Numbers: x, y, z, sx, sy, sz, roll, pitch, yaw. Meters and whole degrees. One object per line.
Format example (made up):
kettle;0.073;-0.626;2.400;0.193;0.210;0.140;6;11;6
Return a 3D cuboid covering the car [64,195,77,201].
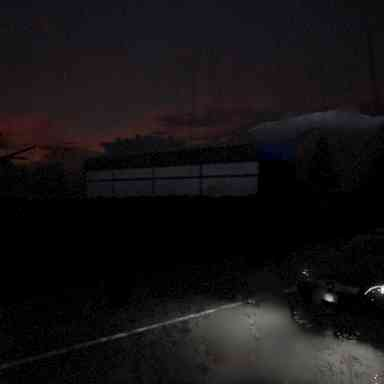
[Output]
car;-28.492;1.373;77.745;1.845;1.501;3.633;0;0;-36

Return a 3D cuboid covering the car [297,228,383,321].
car;4.223;1.525;7.023;4.674;1.442;1.812;0;0;-36

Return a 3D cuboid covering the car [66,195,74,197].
car;-26.528;1.384;69.993;1.970;1.475;3.806;0;0;-36
